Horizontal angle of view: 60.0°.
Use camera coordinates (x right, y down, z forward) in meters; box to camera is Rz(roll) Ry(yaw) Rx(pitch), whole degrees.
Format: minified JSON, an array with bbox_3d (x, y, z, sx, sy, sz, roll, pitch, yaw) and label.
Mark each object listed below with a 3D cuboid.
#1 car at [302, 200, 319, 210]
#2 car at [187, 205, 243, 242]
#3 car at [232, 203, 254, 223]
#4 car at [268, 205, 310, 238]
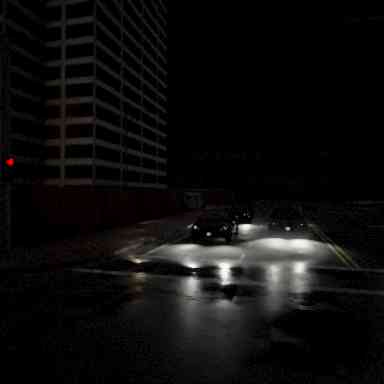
[{"bbox_3d":[16.748,1.854,47.105,1.994,1.385,4.181,0,0,13],"label":"car"},{"bbox_3d":[1.316,1.615,17.093,1.812,1.442,4.674,0,0,14],"label":"car"},{"bbox_3d":[3.981,1.653,27.099,1.837,1.490,4.892,0,0,15],"label":"car"},{"bbox_3d":[5.334,1.675,18.645,1.994,1.385,4.181,0,0,15],"label":"car"}]
